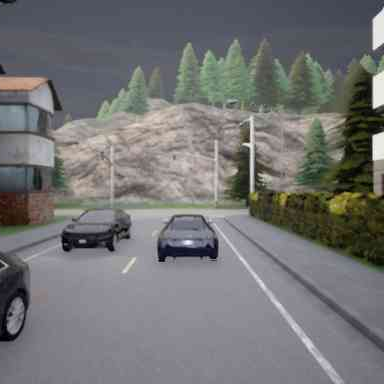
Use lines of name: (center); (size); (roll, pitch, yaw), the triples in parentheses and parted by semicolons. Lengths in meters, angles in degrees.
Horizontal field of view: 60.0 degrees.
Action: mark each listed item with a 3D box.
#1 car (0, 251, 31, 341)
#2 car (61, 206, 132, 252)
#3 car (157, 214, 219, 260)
car: (-3.542, 1.486, 3.634); (1.837, 1.490, 4.892); (-1, 1, -1)
car: (-3.747, 1.400, 13.828); (1.882, 1.535, 5.008); (0, 0, 0)
car: (-0.148, 1.489, 12.070); (1.994, 1.385, 4.181); (0, 0, -1)
